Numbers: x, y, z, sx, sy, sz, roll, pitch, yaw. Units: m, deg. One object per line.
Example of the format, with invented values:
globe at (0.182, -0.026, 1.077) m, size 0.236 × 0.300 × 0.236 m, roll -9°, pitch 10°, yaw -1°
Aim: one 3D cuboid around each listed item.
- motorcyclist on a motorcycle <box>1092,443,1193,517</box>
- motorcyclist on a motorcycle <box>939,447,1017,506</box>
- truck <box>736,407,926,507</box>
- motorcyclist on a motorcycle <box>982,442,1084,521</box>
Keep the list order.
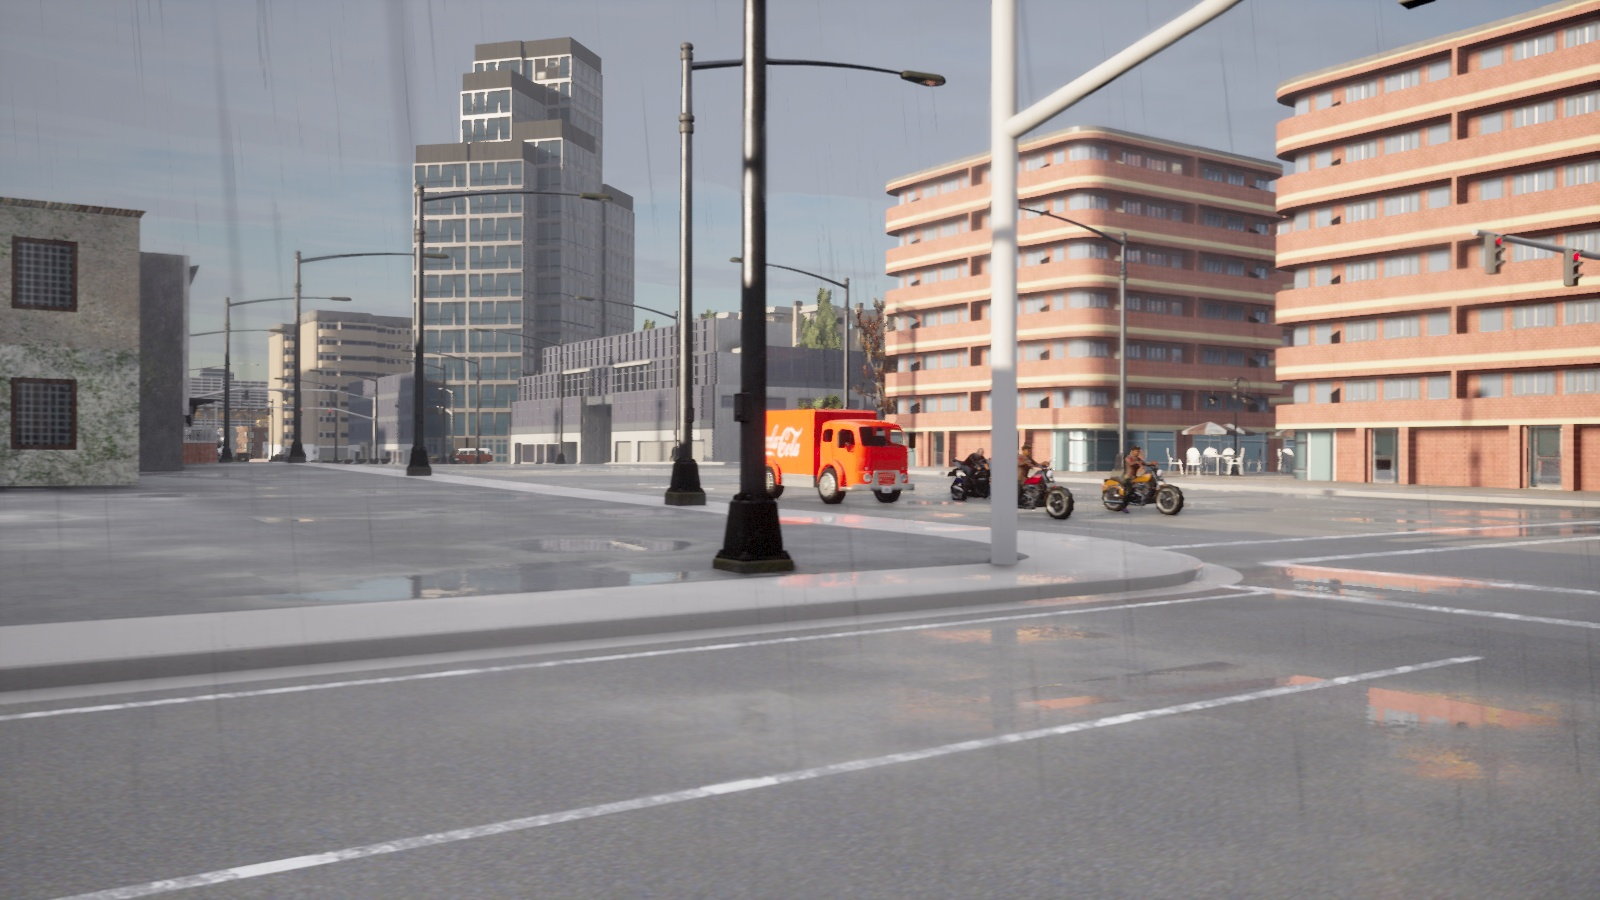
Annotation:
motorcyclist on a motorcycle at (8.004, 0.662, 29.493) m, size 0.766 × 1.649 × 2.350 m, roll 0°, pitch 1°, yaw -34°
motorcyclist on a motorcycle at (4.829, 0.692, 34.254) m, size 0.866 × 1.530 × 2.191 m, roll 0°, pitch 0°, yaw -34°
truck at (0.734, 0.140, 34.088) m, size 2.627 × 2.467 × 5.204 m, roll 0°, pitch 1°, yaw -34°
motorcyclist on a motorcycle at (5.081, 0.661, 27.568) m, size 0.766 × 1.649 × 2.350 m, roll 0°, pitch 1°, yaw -34°
